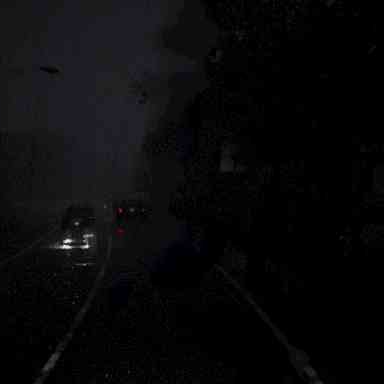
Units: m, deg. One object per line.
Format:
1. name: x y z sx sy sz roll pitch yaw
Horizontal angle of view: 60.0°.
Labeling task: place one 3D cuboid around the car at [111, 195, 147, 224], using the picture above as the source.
1. car: -4.606 1.278 24.596 2.097 1.767 4.553 -2 0 -15

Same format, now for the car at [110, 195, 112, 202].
1. car: -8.900 1.369 41.375 1.882 1.535 5.008 -1 1 -12

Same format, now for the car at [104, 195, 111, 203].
1. car: -15.025 1.295 61.649 1.812 1.442 4.674 0 1 -2

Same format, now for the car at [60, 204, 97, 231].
1. car: -7.140 1.518 21.145 2.128 1.511 4.902 -2 0 -15
